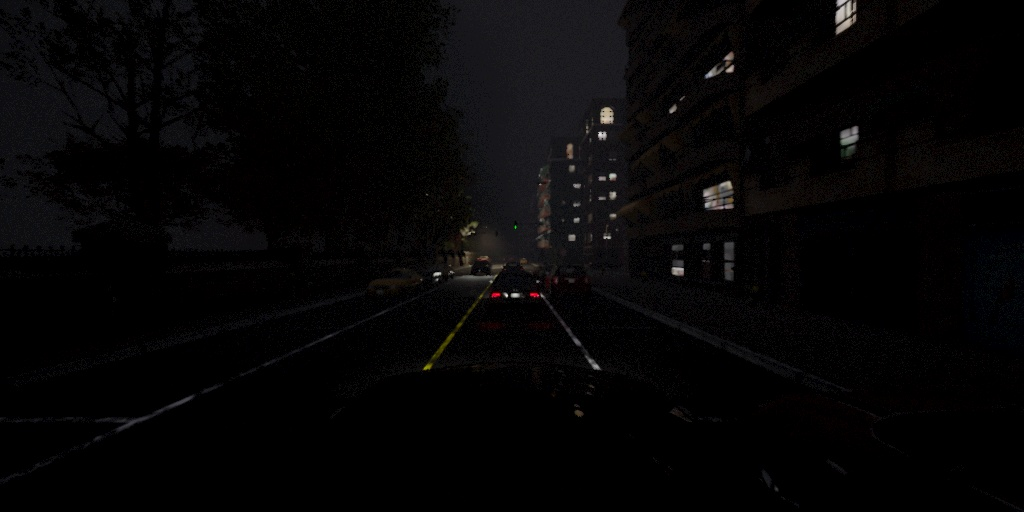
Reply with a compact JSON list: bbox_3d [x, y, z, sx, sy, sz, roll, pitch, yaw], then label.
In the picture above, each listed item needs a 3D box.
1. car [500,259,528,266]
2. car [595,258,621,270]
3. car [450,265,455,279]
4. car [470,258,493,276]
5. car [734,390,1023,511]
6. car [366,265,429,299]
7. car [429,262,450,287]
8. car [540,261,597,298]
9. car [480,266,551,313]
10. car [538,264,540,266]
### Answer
[{"bbox_3d":[0.094,1.245,31.302,1.994,1.385,4.181,0,0,0],"label":"car"},{"bbox_3d":[14.588,1.223,56.297,5.009,1.841,2.192,0,0,0],"label":"car"},{"bbox_3d":[-5.695,1.211,29.141,1.751,1.417,4.829,0,0,0],"label":"car"},{"bbox_3d":[-3.047,1.178,36.256,1.837,1.490,4.892,0,0,1],"label":"car"},{"bbox_3d":[2.691,1.191,1.163,1.967,1.591,4.097,0,0,0],"label":"car"},{"bbox_3d":[-5.693,1.235,17.881,1.751,1.417,4.829,0,0,0],"label":"car"},{"bbox_3d":[-5.693,1.247,23.681,2.007,1.370,4.403,0,0,0],"label":"car"},{"bbox_3d":[2.688,1.149,18.053,1.967,1.591,4.097,0,0,0],"label":"car"},{"bbox_3d":[0.099,1.266,13.691,2.033,1.411,5.357,0,0,0],"label":"car"},{"bbox_3d":[2.687,1.262,23.683,1.948,1.339,4.313,0,0,0],"label":"car"}]
